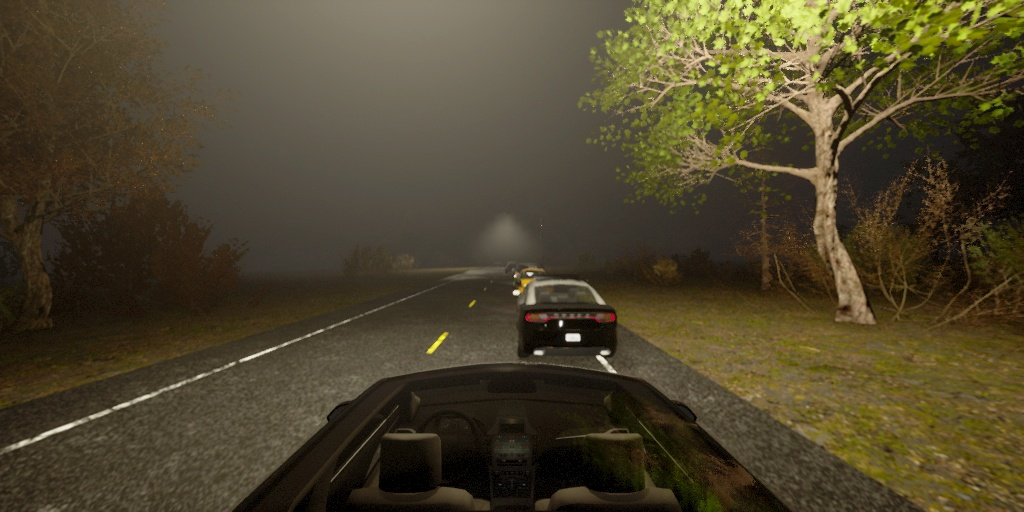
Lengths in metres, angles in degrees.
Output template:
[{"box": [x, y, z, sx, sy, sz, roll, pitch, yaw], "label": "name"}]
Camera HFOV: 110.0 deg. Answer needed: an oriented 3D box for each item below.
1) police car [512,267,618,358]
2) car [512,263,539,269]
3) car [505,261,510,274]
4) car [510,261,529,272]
[{"box": [1.058, 1.222, 8.777, 1.930, 1.638, 5.238, 0, 0, 0], "label": "police car"}, {"box": [1.065, 1.319, 18.858, 1.801, 1.575, 5.366, 0, 0, 0], "label": "car"}, {"box": [0.064, 1.572, 46.929, 1.812, 1.442, 4.674, 0, 0, 1], "label": "car"}, {"box": [1.069, 1.252, 24.639, 2.097, 1.767, 4.553, 0, 0, 0], "label": "car"}]
